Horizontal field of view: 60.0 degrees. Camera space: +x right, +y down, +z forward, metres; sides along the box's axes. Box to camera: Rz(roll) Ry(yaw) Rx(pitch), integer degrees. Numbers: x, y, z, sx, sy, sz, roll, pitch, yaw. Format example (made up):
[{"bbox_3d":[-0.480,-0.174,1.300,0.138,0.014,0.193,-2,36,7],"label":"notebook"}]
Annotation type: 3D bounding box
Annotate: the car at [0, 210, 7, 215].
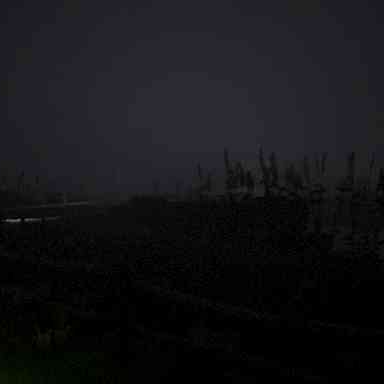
[{"bbox_3d":[-14.729,1.388,20.926,2.033,1.411,5.357,0,1,41],"label":"car"}]
